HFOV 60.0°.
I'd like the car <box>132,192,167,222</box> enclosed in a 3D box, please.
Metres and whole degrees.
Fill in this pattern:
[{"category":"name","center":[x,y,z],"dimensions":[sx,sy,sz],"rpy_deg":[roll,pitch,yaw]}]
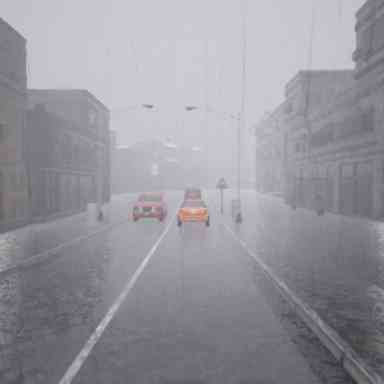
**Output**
[{"category":"car","center":[-3.101,1.090,25.559],"dimensions":[2.150,2.045,5.566],"rpy_deg":[0,1,0]}]

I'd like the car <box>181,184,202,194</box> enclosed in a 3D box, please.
[{"category":"car","center":[0.098,0.286,42.541],"dimensions":[2.150,2.045,5.566],"rpy_deg":[0,5,0]}]

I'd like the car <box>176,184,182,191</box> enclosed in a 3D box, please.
[{"category":"car","center":[-1.671,-0.915,67.133],"dimensions":[1.994,1.385,4.181],"rpy_deg":[0,3,20]}]

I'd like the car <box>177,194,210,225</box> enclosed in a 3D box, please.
[{"category":"car","center":[0.098,1.268,23.371],"dimensions":[2.097,1.767,4.553],"rpy_deg":[0,1,0]}]
